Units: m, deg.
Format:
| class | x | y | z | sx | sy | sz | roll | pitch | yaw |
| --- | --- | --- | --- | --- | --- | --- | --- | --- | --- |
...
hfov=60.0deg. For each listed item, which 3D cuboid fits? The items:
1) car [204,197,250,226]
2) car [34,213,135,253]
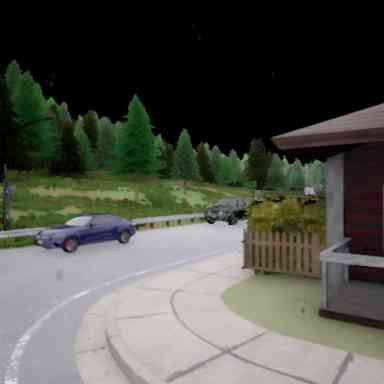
| class | x | y | z | sx | sy | sz | roll | pitch | yaw |
| --- | --- | --- | --- | --- | --- | --- | --- | --- | --- |
| car | 3.168 | 1.392 | 25.750 | 2.150 | 2.045 | 5.566 | 0 | 0 | 35 |
| car | -4.567 | 1.696 | 14.875 | 1.812 | 1.442 | 4.674 | 0 | 0 | 36 |
